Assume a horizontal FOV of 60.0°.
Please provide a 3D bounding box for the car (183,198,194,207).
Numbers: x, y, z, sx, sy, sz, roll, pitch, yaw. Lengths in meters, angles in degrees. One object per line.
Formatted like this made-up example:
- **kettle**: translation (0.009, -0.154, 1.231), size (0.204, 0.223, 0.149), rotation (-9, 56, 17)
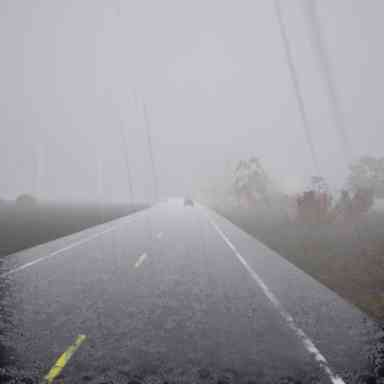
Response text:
- **car**: translation (-0.618, 2.031, 63.215), size (1.837, 1.490, 4.892), rotation (0, -1, -1)

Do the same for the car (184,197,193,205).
- **car**: translation (-0.847, 1.971, 73.642), size (1.882, 1.535, 5.008), rotation (0, -1, -1)
